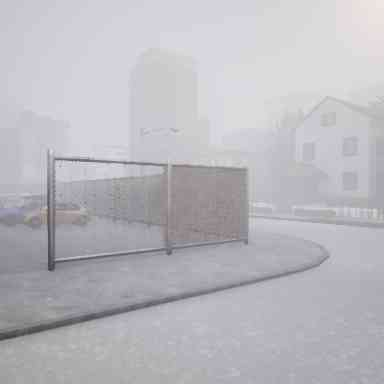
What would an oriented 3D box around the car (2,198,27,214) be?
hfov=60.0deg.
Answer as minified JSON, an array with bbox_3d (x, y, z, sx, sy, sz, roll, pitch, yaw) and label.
[{"bbox_3d":[-18.609,1.400,34.788,1.789,1.547,3.705,0,0,-36],"label":"car"}]

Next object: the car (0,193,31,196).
[{"bbox_3d":[-13.337,1.240,26.794,3.866,1.878,1.905,0,0,-36],"label":"car"}]

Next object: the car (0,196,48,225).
[{"bbox_3d":[-11.049,1.345,23.154,4.611,1.667,2.242,0,0,-36],"label":"car"}]

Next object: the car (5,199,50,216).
[{"bbox_3d":[-15.556,1.410,31.497,3.633,1.501,1.845,0,0,-36],"label":"car"}]

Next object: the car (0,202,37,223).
[{"bbox_3d":[-12.784,1.449,24.533,2.207,1.379,1.481,0,0,-36],"label":"car"}]

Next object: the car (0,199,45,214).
[{"bbox_3d":[-18.610,1.472,35.066,5.357,1.415,2.033,0,0,-36],"label":"car"}]

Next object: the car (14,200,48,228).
[{"bbox_3d":[-8.606,1.414,21.002,4.193,1.474,1.816,0,0,-36],"label":"car"}]
